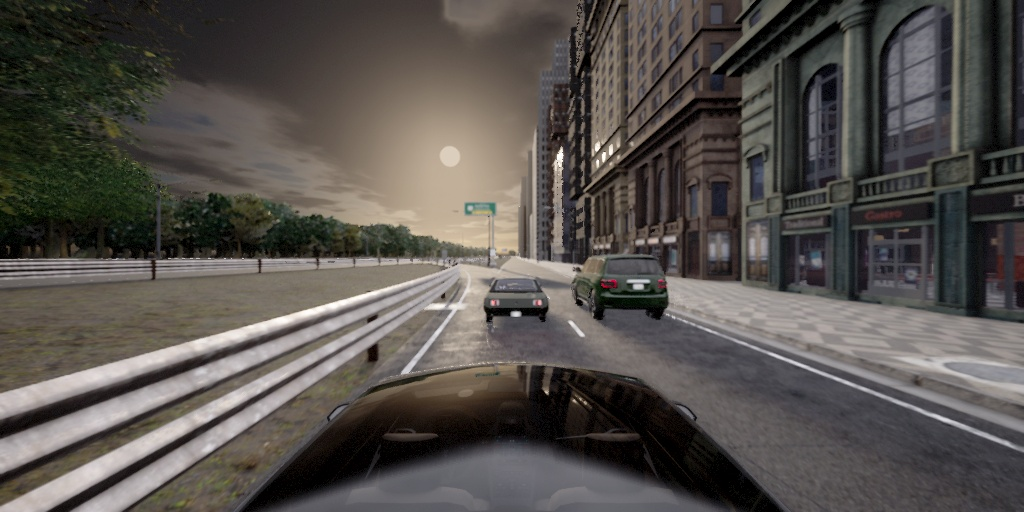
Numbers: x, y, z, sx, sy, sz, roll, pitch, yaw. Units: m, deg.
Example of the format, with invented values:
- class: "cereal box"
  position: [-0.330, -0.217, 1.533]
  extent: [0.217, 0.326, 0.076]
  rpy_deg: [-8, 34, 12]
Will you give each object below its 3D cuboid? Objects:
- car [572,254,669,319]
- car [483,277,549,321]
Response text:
- class: "car"
  position: [3.621, 0.969, 12.929]
  extent: [2.150, 2.045, 5.566]
  rpy_deg: [0, 0, 0]
- class: "car"
  position: [0.123, 1.350, 12.328]
  extent: [1.895, 1.301, 4.718]
  rpy_deg: [0, 0, 0]
